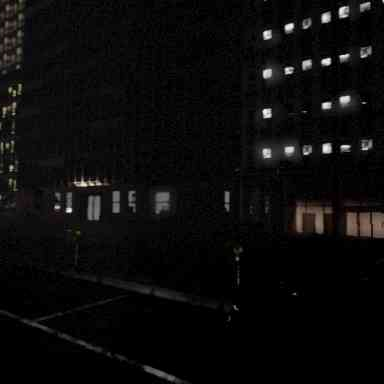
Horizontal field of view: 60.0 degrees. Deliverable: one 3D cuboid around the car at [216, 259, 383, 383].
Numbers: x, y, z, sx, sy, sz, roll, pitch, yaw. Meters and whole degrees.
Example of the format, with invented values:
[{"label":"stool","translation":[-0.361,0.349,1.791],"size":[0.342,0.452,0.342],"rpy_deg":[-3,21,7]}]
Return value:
[{"label":"car","translation":[2.990,1.476,3.330],"size":[5.566,2.045,2.150],"rpy_deg":[0,-3,34]}]
